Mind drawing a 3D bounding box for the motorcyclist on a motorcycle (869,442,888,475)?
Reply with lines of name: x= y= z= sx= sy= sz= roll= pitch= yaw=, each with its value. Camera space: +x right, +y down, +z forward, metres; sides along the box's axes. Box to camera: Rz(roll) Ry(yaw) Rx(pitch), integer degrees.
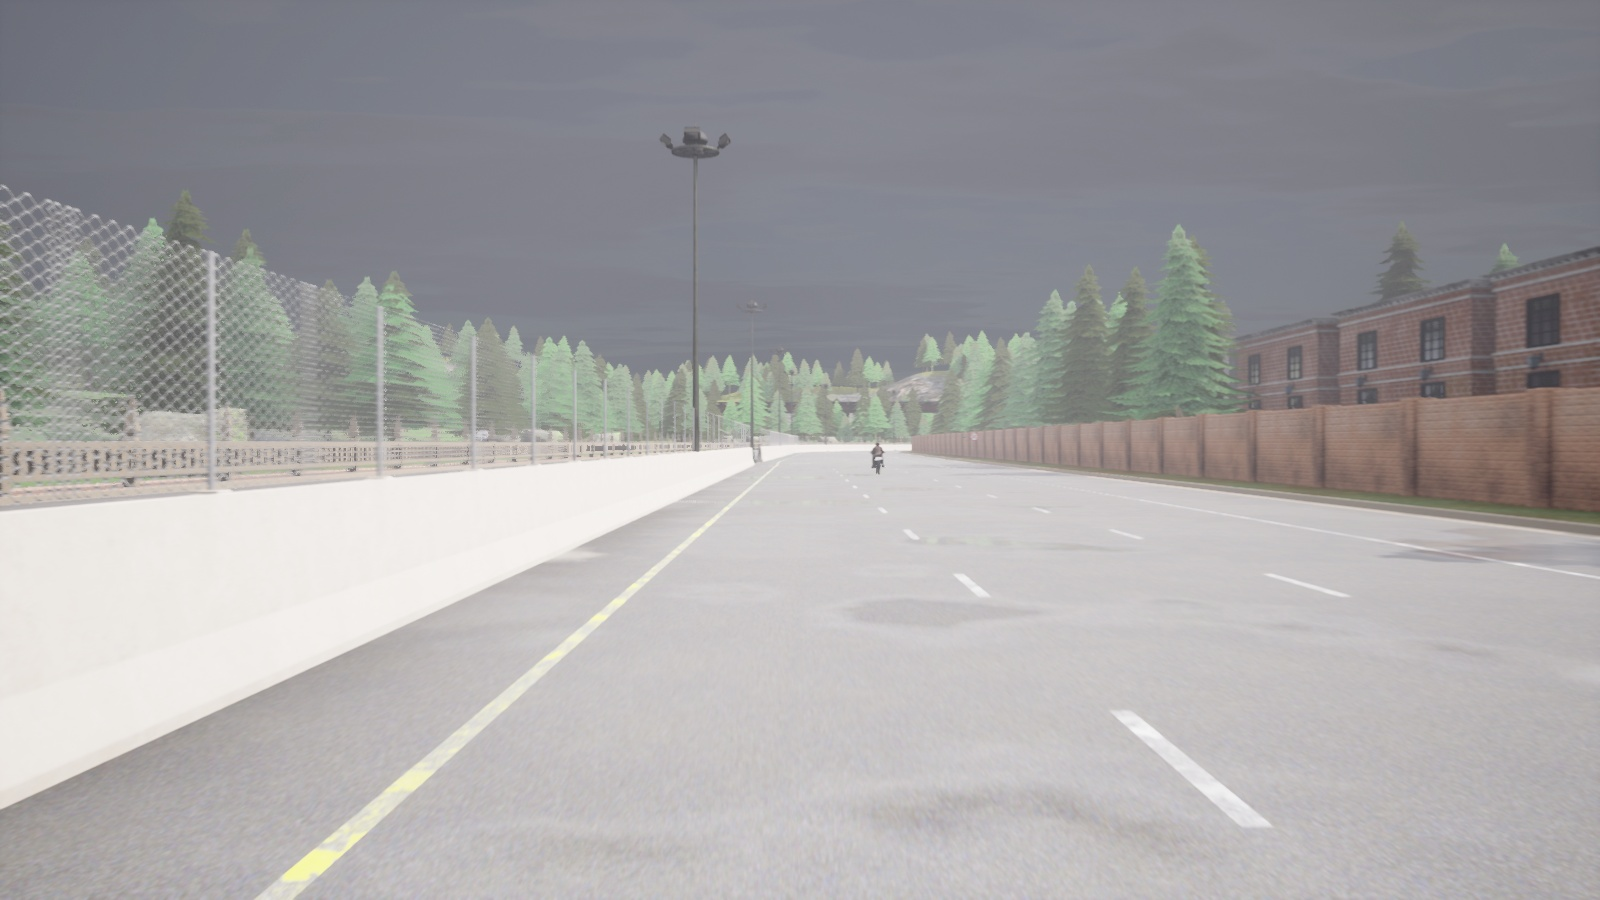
motorcyclist on a motorcycle: x=3.670 y=0.403 z=58.795 sx=0.797 sy=1.523 sz=2.044 roll=0 pitch=0 yaw=0
